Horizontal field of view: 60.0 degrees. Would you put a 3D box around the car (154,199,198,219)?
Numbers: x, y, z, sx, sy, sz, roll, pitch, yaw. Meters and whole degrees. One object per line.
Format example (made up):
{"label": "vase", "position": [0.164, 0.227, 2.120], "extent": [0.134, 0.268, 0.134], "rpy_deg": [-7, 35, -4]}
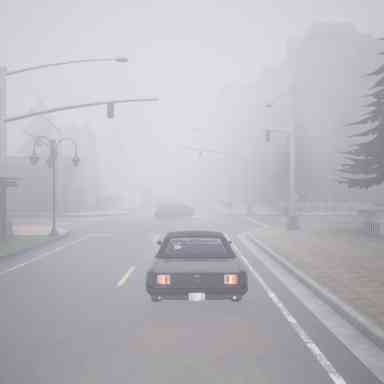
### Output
{"label": "car", "position": [-1.425, 1.564, 28.806], "extent": [1.994, 1.385, 4.181], "rpy_deg": [0, 0, 32]}

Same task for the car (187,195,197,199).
{"label": "car", "position": [0.079, 1.352, 69.196], "extent": [2.097, 1.767, 4.553], "rpy_deg": [0, 0, 0]}

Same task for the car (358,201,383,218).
{"label": "car", "position": [16.862, 1.493, 28.536], "extent": [5.008, 1.535, 1.882], "rpy_deg": [0, 0, -2]}

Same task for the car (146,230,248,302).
{"label": "car", "position": [0.067, 1.601, 8.220], "extent": [1.895, 1.301, 4.718], "rpy_deg": [0, 0, -1]}

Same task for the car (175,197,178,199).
{"label": "car", "position": [-3.604, 1.601, 51.726], "extent": [1.895, 1.301, 4.718], "rpy_deg": [0, 0, 0]}

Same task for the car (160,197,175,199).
{"label": "car", "position": [-3.606, 1.526, 42.705], "extent": [1.812, 1.442, 4.674], "rpy_deg": [0, 0, 1]}

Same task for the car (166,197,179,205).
{"label": "car", "position": [-3.588, 1.564, 61.824], "extent": [1.994, 1.385, 4.181], "rpy_deg": [0, 0, 0]}
